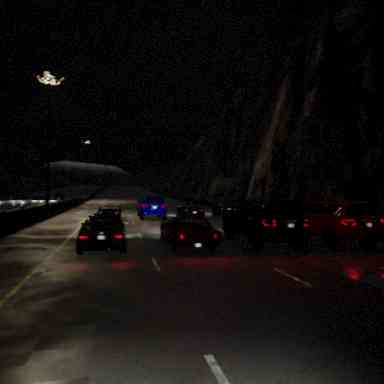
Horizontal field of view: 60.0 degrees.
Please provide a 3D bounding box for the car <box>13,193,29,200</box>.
[{"bbox_3d":[-33.097,0.922,64.348,1.895,1.301,4.718,1,1,-13],"label":"car"}]

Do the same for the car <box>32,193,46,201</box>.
[{"bbox_3d":[-29.690,0.915,65.153,2.033,1.411,5.357,1,1,-13],"label":"car"}]

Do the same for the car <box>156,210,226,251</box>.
[{"bbox_3d":[-0.253,1.706,14.632,1.895,1.301,4.718,1,0,-13],"label":"car"}]

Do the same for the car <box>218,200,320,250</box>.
[{"bbox_3d":[3.184,1.371,15.318,2.150,2.045,5.566,1,0,-13],"label":"car"}]

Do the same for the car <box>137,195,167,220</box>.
[{"bbox_3d":[-3.553,1.306,29.156,2.150,2.045,5.566,1,0,-13],"label":"car"}]

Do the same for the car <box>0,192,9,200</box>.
[{"bbox_3d":[-36.514,0.802,63.600,2.128,1.511,4.902,1,1,-13],"label":"car"}]

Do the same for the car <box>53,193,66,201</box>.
[{"bbox_3d":[-26.277,0.925,65.929,1.837,1.490,4.892,1,1,-13],"label":"car"}]

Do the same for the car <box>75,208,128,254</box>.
[{"bbox_3d":[-3.640,1.602,13.741,2.033,1.411,5.357,1,0,-13],"label":"car"}]

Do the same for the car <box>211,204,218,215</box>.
[{"bbox_3d":[3.208,1.679,30.988,2.128,1.511,4.902,1,0,-13],"label":"car"}]

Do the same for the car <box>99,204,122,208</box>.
[{"bbox_3d":[-6.993,1.640,28.478,1.895,1.301,4.718,1,0,-13],"label":"car"}]

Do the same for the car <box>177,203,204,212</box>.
[{"bbox_3d":[-0.200,1.702,30.187,1.994,1.385,4.181,1,0,-13],"label":"car"}]

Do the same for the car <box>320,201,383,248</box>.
[{"bbox_3d":[6.596,1.420,16.096,2.150,2.045,5.566,1,0,-13],"label":"car"}]
